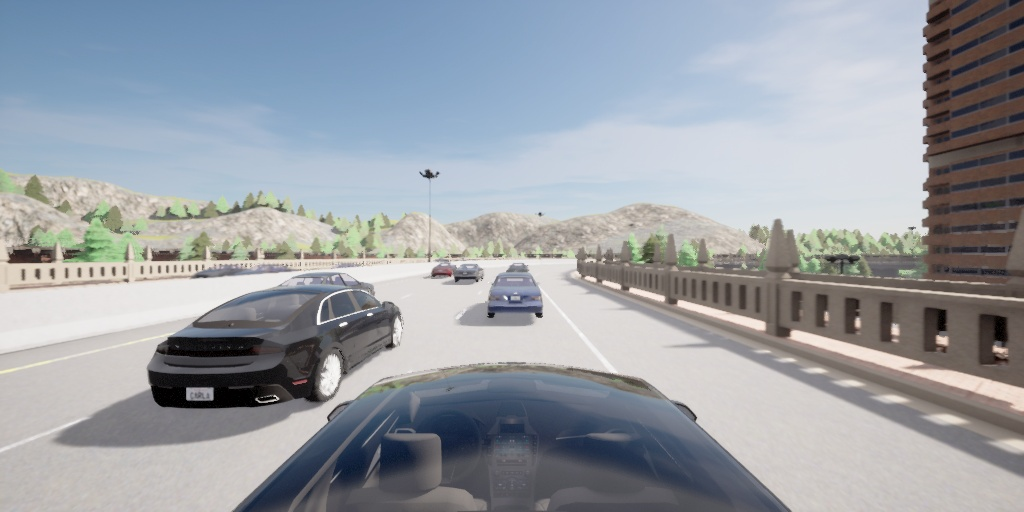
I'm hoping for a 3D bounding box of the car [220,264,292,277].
[{"bbox_3d":[-17.526,1.297,25.679,2.033,1.411,5.357,0,0,1],"label":"car"}]

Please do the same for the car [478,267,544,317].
[{"bbox_3d":[0.102,1.298,13.143,2.033,1.411,5.357,0,0,0],"label":"car"}]

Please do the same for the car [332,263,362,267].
[{"bbox_3d":[-13.908,1.297,29.883,2.033,1.411,5.357,0,0,3],"label":"car"}]

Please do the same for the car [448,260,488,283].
[{"bbox_3d":[-3.293,1.298,28.396,2.033,1.411,5.357,0,0,2],"label":"car"}]

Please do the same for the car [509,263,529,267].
[{"bbox_3d":[0.670,1.315,34.648,1.994,1.385,4.181,0,0,5],"label":"car"}]

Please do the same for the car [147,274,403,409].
[{"bbox_3d":[-3.399,1.255,6.328,1.837,1.490,4.892,0,0,0],"label":"car"}]

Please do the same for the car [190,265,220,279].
[{"bbox_3d":[-20.954,1.313,26.229,1.994,1.385,4.181,0,0,2],"label":"car"}]

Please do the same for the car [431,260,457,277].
[{"bbox_3d":[-6.345,1.314,34.721,1.994,1.385,4.181,0,0,5],"label":"car"}]

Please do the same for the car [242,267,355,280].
[{"bbox_3d":[-6.899,1.297,13.274,2.033,1.411,5.357,0,0,0],"label":"car"}]
